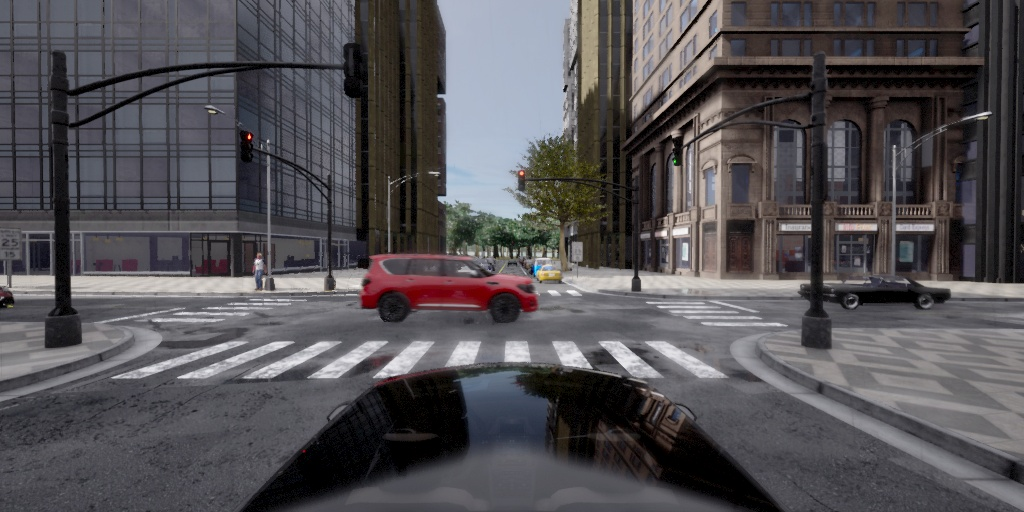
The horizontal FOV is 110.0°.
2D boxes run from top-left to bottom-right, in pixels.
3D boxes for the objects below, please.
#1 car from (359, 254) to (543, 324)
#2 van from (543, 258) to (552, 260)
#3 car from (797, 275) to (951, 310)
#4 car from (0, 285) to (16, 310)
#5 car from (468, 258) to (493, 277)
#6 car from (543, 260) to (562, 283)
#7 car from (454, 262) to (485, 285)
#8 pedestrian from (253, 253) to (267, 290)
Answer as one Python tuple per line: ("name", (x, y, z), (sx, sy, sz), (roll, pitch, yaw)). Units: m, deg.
("car", (-1.950, 0.971, 11.559), (5.566, 2.045, 2.150), (1, 0, 0))
("van", (2.767, 1.061, 32.625), (1.690, 1.789, 3.998), (0, 0, 0))
("car", (14.712, 1.444, 14.787), (4.718, 1.301, 1.895), (0, 1, 0))
("car", (-19.066, 1.178, 11.522), (4.181, 1.385, 1.994), (1, 1, -1))
("car", (-3.093, 1.067, 36.060), (2.097, 1.767, 4.553), (0, 0, 0))
("car", (2.766, 1.255, 27.115), (1.751, 1.417, 4.829), (0, 0, 0))
("car", (-3.093, 1.255, 27.180), (1.812, 1.442, 4.674), (0, 0, 0))
("pedestrian", (-12.520, 0.742, 17.767), (0.375, 1.860, 0.375), (0, 0, 0))
